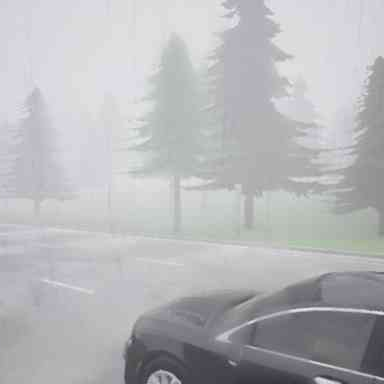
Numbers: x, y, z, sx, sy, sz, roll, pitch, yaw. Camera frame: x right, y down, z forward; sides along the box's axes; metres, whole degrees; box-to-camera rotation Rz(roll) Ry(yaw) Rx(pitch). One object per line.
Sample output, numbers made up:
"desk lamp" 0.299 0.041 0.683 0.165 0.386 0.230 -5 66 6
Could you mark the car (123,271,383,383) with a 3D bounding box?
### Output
"car" 1.496 1.510 2.924 4.892 1.490 1.837 0 0 35
